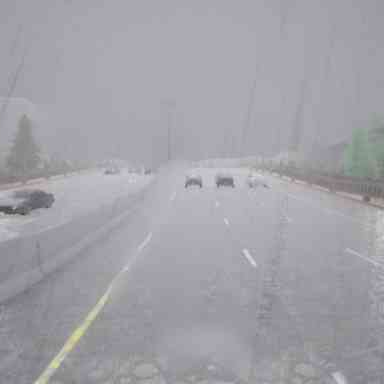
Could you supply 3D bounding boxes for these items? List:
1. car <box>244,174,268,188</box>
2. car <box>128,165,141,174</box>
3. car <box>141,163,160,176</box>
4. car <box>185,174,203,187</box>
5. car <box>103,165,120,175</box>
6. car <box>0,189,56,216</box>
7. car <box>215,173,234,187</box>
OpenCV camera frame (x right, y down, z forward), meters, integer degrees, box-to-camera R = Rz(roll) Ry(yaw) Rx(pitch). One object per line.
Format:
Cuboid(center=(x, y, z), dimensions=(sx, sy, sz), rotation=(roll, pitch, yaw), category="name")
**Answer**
Cuboid(center=(7.199, -1.343, 37.542), dimensions=(1.812, 1.442, 4.674), rotation=(0, 7, 1), category="car")
Cuboid(center=(-10.254, -4.031, 60.009), dimensions=(2.128, 1.511, 4.902), rotation=(0, 7, 1), category="car")
Cuboid(center=(-6.785, -3.932, 56.854), dimensions=(2.150, 2.045, 5.566), rotation=(0, 7, 1), category="car")
Cuboid(center=(0.201, -1.371, 37.817), dimensions=(1.812, 1.442, 4.674), rotation=(0, 7, 1), category="car")
Cuboid(center=(-13.784, -3.822, 57.076), dimensions=(2.097, 1.767, 4.553), rotation=(0, 7, 1), category="car")
Cuboid(center=(-10.500, 0.559, 21.039), dimensions=(2.033, 1.411, 5.357), rotation=(0, 5, 1), category="car")
Cuboid(center=(3.708, -1.481, 38.323), dimensions=(1.882, 1.535, 5.008), rotation=(0, 7, 1), category="car")
